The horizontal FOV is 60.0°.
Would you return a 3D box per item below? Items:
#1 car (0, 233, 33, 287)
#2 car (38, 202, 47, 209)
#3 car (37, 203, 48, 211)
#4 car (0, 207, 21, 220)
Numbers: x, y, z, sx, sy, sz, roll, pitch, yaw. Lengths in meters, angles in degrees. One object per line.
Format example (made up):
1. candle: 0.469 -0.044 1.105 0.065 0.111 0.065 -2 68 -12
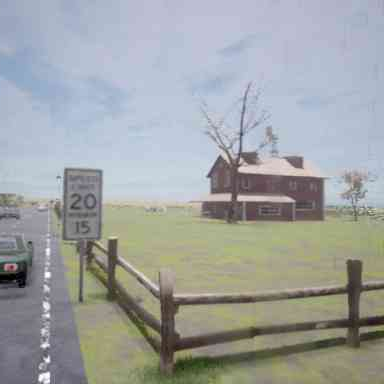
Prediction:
1. car: -5.661 1.828 9.592 1.895 1.301 4.718 2 -2 -23
2. car: -36.757 3.380 82.070 1.882 1.535 5.008 2 -2 -23
3. car: -32.713 3.341 72.641 1.812 1.442 4.674 2 -2 -23
4. car: -21.144 2.480 38.702 1.994 1.385 4.181 2 -2 -23
